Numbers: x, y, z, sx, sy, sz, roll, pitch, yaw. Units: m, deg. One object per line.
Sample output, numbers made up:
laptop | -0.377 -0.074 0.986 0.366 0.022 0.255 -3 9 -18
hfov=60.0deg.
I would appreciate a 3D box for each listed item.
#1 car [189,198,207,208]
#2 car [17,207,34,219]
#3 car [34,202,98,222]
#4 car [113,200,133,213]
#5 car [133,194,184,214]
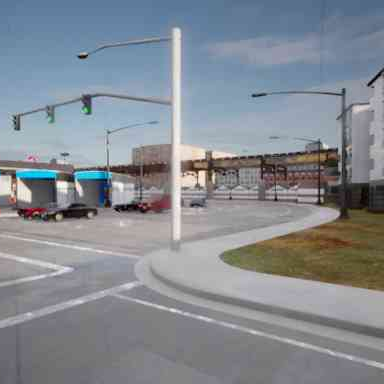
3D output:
car | 0.955 1.534 47.786 2.033 1.411 5.357 0 0 11
car | -12.405 1.588 28.724 1.895 1.301 4.718 0 0 37
car | -9.700 1.514 26.543 1.812 1.442 4.674 0 0 36
car | -6.624 1.588 37.291 1.895 1.301 4.718 0 0 28
car | -3.460 1.208 35.803 2.150 2.045 5.566 0 0 28
